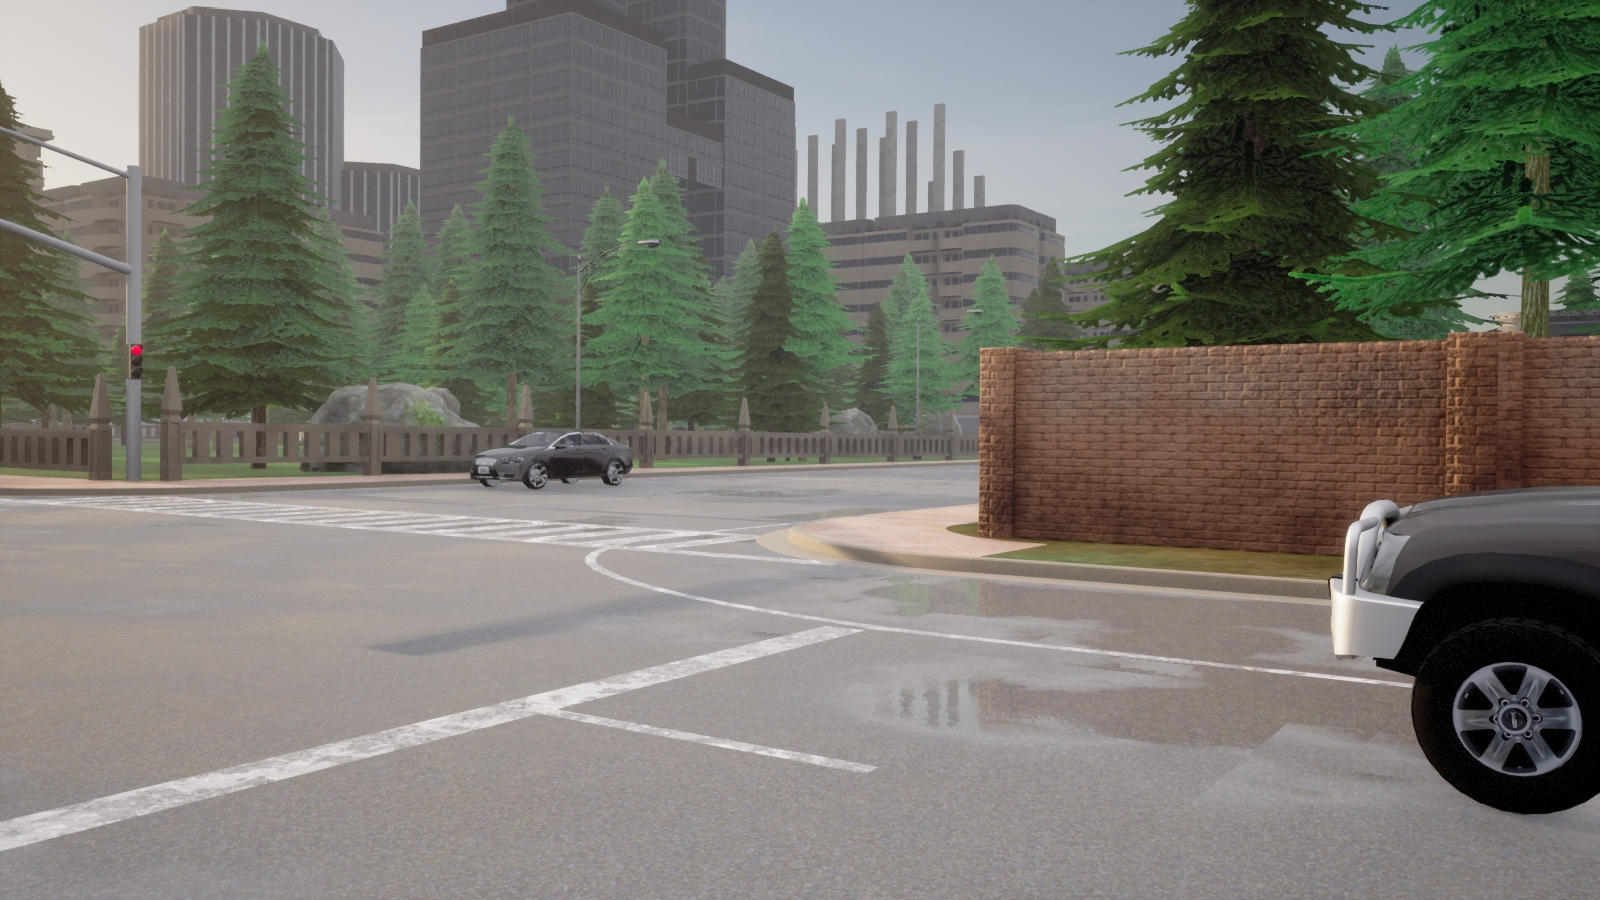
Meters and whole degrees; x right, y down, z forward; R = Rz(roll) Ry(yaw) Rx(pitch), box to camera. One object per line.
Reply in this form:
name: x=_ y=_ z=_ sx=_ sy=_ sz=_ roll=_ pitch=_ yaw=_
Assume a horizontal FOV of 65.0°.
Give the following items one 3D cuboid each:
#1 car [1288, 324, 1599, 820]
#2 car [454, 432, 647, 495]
car: x=4.514 y=0.441 z=4.821 sx=4.605 sy=1.855 sz=1.932 roll=0 pitch=1 yaw=34
car: x=-6.463 y=0.295 z=33.070 sx=2.128 sy=1.511 sz=4.902 roll=0 pitch=1 yaw=33
